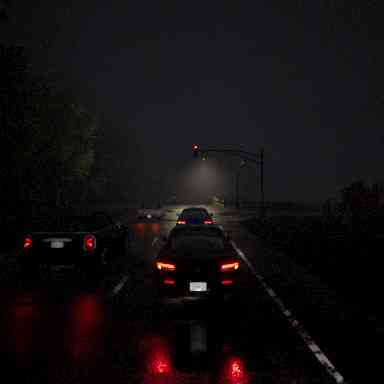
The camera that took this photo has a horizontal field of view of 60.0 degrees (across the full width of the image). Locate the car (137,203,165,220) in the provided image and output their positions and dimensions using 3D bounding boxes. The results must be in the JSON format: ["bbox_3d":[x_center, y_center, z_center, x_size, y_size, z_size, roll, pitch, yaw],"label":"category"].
[{"bbox_3d":[-3.330,1.607,28.212,1.895,1.301,4.718,0,0,0],"label":"car"}]

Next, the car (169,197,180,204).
[{"bbox_3d":[-3.248,1.552,62.708,2.033,1.411,5.357,0,0,0],"label":"car"}]

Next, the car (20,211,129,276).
[{"bbox_3d":[-3.374,1.355,10.483,2.097,1.767,4.553,0,0,0],"label":"car"}]

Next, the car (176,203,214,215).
[{"bbox_3d":[0.140,1.530,17.125,1.812,1.442,4.674,0,0,0],"label":"car"}]

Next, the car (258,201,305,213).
[{"bbox_3d":[10.693,1.729,40.059,5.357,1.411,2.033,0,-1,8],"label":"car"}]

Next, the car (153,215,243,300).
[{"bbox_3d":[0.119,1.528,8.251,1.812,1.442,4.674,0,0,0],"label":"car"}]
